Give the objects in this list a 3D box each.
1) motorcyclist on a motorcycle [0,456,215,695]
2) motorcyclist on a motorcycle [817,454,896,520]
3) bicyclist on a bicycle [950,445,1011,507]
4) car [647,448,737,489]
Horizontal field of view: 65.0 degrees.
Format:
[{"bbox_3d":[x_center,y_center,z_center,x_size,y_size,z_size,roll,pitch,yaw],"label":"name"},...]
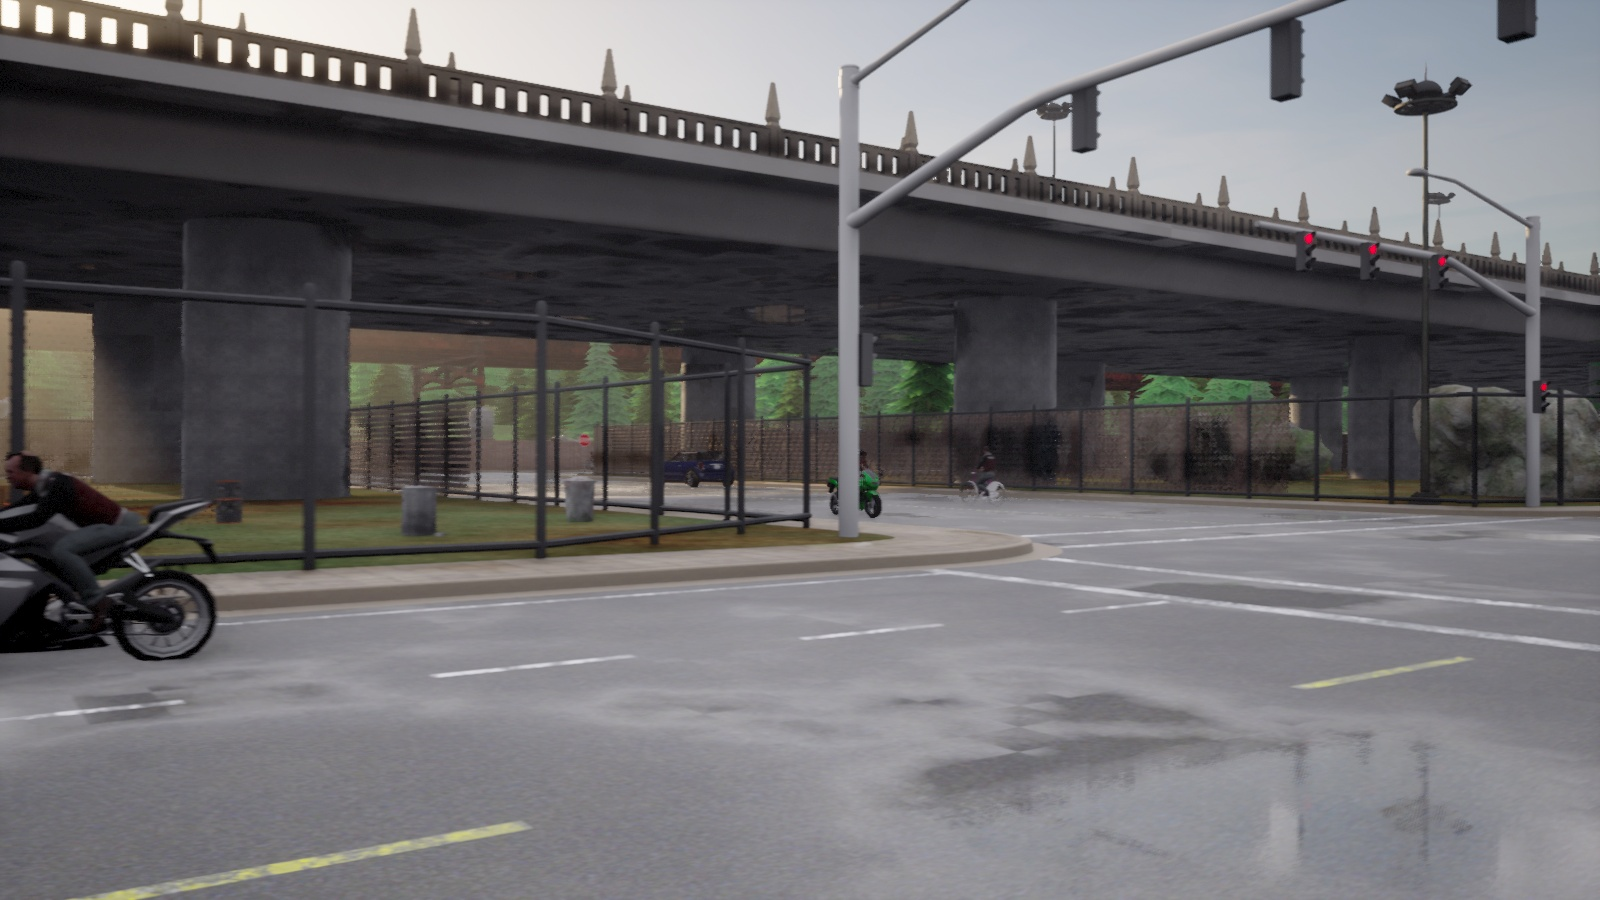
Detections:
[{"bbox_3d":[-5.250,0.812,8.533,2.191,1.530,0.866,0,0,-35],"label":"motorcyclist on a motorcycle"},{"bbox_3d":[1.332,0.853,30.133,0.797,1.523,2.044,0,0,-35],"label":"motorcyclist on a motorcycle"},{"bbox_3d":[5.267,0.750,36.723,0.659,1.776,1.843,0,0,-35],"label":"bicyclist on a bicycle"},{"bbox_3d":[-4.971,0.810,57.470,2.097,1.767,4.553,0,0,-35],"label":"car"}]
